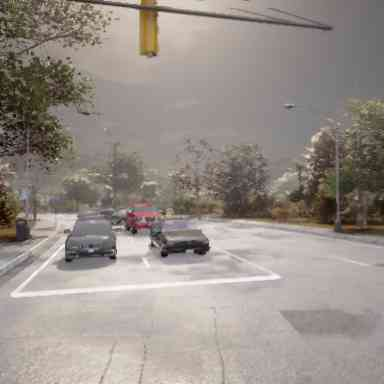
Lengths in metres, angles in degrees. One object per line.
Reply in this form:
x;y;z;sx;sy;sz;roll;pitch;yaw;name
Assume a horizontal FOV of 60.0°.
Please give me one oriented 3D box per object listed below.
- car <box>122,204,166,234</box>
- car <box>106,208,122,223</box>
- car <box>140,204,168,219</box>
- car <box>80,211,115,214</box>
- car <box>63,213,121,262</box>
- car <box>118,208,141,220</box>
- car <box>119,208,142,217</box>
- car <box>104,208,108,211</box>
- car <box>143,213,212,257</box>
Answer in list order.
-3.601;1.914;24.726;2.150;2.045;5.566;0;-2;-18;car
-7.298;2.659;34.714;2.033;1.411;5.357;0;-2;-22;car
-5.523;2.763;47.875;2.150;2.045;5.566;0;-2;-27;car
-6.570;2.224;22.483;1.994;1.385;4.181;0;-2;-18;car
-4.124;1.869;13.916;1.837;1.490;4.892;0;-2;-15;car
-8.787;3.062;46.513;1.837;1.490;4.892;0;-2;-27;car
-10.483;3.484;56.670;2.033;1.411;5.357;0;-2;-32;car
-13.946;3.472;55.527;1.837;1.490;4.892;0;-2;-32;car
-0.744;1.899;14.941;2.033;1.411;5.357;0;-2;-15;car
